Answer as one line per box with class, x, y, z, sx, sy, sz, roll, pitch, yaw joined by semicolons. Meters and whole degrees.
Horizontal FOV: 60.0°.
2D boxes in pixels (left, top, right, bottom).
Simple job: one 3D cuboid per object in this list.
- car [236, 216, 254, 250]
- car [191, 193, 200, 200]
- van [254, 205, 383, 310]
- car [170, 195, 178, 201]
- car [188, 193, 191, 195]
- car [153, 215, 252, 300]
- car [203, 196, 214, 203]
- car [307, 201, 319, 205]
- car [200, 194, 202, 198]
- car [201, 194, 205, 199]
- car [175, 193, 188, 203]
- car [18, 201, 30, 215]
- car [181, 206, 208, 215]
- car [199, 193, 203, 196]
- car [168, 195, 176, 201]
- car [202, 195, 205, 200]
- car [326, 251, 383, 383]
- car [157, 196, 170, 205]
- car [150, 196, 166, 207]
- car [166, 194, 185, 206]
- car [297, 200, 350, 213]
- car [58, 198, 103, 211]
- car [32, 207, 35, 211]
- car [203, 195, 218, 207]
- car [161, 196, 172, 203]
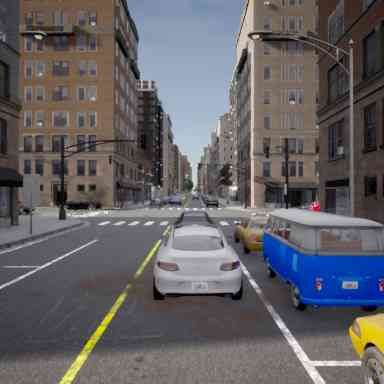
car;2.700;1.528;13.339;1.752;1.417;4.829;1;0;0
car;1.008;1.523;91.881;1.812;1.442;4.674;0;0;1
van;2.691;1.342;7.496;1.690;1.788;3.998;1;0;0
car;-4.875;1.566;89.654;1.947;1.339;4.313;1;0;1
car;-2.112;1.347;83.648;2.097;1.767;4.553;0;0;1
car;0.092;1.527;8.308;1.812;1.442;4.674;0;0;-1
car;3.327;1.548;67.422;1.887;1.381;4.507;1;0;1
car;15.621;1.357;35.582;5.566;2.045;2.150;0;-1;0
car;3.488;1.568;78.483;1.947;1.339;4.313;1;0;1
car;3.246;1.555;61.892;2.008;1.369;4.403;1;0;1
car;-2.321;1.482;69.335;1.882;1.535;5.008;0;0;1
car;-17.232;1.363;29.164;4.674;1.442;1.812;0;-1;2
car;0.120;1.567;15.682;1.994;1.385;4.181;0;0;0
car;3.650;1.550;89.543;2.008;1.369;4.403;1;0;1
car;-4.957;1.527;83.955;1.752;1.417;4.829;1;0;1
car;3.165;1.549;56.362;1.887;1.381;4.507;1;0;1
car;2.679;1.526;1.992;1.752;1.417;4.829;1;0;0
car;-5.279;1.556;62.010;2.008;1.369;4.403;1;0;1
car;-5.441;1.588;50.953;1.802;1.307;4.206;1;0;1
car;-2.639;1.483;53.780;1.882;1.535;5.008;0;0;1
car;15.272;1.713;38.830;5.357;1.411;2.033;0;-1;0
car;-13.057;1.444;38.992;5.008;1.535;1.882;0;0;-2
car;-17.899;1.370;32.412;4.892;1.490;1.837;0;-1;0
car;3.084;1.571;50.832;1.947;1.339;4.313;1;0;1
car;-5.198;1.549;67.539;1.887;1.381;4.507;1;0;1
